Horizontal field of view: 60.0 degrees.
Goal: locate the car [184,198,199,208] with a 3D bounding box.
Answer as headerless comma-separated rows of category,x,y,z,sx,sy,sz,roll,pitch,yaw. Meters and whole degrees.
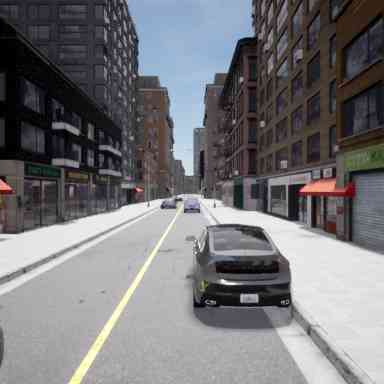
car,-0.085,1.521,47.478,1.994,1.385,4.181,0,0,0

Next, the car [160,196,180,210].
car,-2.932,1.528,42.507,1.994,1.385,4.181,0,0,0

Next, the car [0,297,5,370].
car,-2.852,1.221,0.901,2.150,2.045,5.566,0,0,0

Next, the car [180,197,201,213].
car,0.009,1.518,37.051,2.033,1.411,5.357,0,0,0

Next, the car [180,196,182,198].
car,-2.890,1.518,71.324,1.895,1.301,4.718,0,0,0

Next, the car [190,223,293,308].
car,0.941,1.503,7.894,1.837,1.490,4.892,0,0,0
